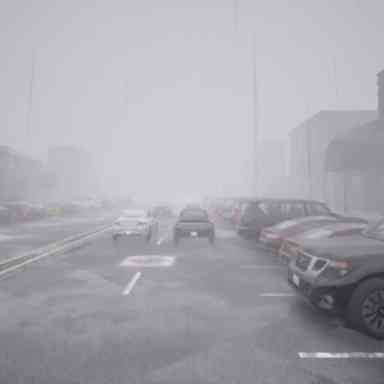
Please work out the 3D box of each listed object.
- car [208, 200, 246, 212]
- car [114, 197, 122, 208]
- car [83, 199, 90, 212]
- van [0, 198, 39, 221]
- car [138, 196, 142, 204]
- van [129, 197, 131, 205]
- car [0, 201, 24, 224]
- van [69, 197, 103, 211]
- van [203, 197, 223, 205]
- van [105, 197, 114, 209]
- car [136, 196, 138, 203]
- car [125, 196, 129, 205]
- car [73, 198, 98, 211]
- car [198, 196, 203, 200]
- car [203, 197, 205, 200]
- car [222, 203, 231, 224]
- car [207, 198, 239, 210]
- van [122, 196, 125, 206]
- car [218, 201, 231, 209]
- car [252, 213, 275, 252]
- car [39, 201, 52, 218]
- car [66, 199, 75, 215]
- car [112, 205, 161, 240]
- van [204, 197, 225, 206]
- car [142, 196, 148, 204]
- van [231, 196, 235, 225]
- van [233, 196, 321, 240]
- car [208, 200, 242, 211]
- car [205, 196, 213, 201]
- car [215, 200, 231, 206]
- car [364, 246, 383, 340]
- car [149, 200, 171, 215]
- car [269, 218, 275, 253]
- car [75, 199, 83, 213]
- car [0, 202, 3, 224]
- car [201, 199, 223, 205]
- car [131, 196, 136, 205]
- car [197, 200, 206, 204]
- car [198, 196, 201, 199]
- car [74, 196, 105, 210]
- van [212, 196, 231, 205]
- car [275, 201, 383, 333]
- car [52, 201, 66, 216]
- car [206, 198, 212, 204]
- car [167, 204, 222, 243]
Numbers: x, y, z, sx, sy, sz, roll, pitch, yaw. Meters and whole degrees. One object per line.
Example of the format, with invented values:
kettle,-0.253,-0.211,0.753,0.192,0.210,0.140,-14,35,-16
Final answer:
car,4.686,1.857,44.919,4.892,1.521,2.231,0,-1,0
car,-15.341,2.036,57.364,5.366,1.575,1.946,0,-1,0
car,-15.510,1.869,40.821,4.674,1.452,2.002,0,-1,0
van,-15.374,1.459,27.163,4.442,1.987,1.878,0,-1,0
car,-15.581,2.100,79.427,5.566,2.045,2.435,0,-1,0
van,-15.423,1.970,68.395,4.442,1.987,1.878,0,-1,0
car,-15.482,1.659,24.279,4.892,1.521,2.231,0,-1,0
van,-15.633,1.703,49.096,4.442,1.987,1.878,0,-1,0
van,4.798,2.036,75.490,4.442,1.987,1.878,0,-1,0
van,-15.640,1.775,54.608,4.442,1.987,1.878,0,-1,0
car,-15.580,2.189,76.790,4.553,1.767,2.185,0,-1,0
car,-15.542,2.155,65.635,5.008,1.535,2.097,0,-1,0
car,-15.516,1.861,43.579,5.008,1.535,2.097,0,-1,0
car,4.498,2.145,67.149,5.366,1.575,1.946,0,-1,0
car,4.694,1.996,56.034,4.892,1.521,2.231,0,-1,0
car,4.698,1.675,22.813,4.674,1.452,2.002,0,0,0
car,4.659,1.798,50.478,4.553,1.767,2.185,0,-1,0
van,-15.650,1.890,62.880,4.442,1.987,1.878,0,-1,0
car,4.670,1.687,25.467,4.792,1.488,2.163,0,-1,0
car,4.702,1.590,11.572,4.674,1.452,2.002,0,0,0
car,-15.492,1.751,29.793,4.674,1.452,2.002,0,-1,0
car,-15.494,1.768,35.307,4.892,1.521,2.231,0,-1,0
car,-2.910,1.638,17.546,1.812,1.442,4.674,0,0,0
van,4.798,1.999,72.711,4.442,1.987,1.878,0,-1,0
car,-15.539,2.557,93.211,4.792,1.488,2.163,0,-1,0
van,4.818,1.386,19.911,4.442,1.987,1.878,0,0,0
van,4.586,1.363,17.134,4.442,1.987,1.878,0,0,0
car,4.688,1.929,47.697,4.674,1.452,2.002,0,-1,0
car,4.666,1.542,39.363,5.566,2.045,2.435,0,-1,0
car,4.692,1.684,28.246,4.892,1.521,2.231,0,-1,0
car,4.893,1.496,3.236,5.366,1.575,1.946,0,0,0
car,-2.915,1.774,33.132,1.812,1.442,4.674,0,-1,0
car,4.703,1.572,8.858,4.674,1.452,2.002,0,0,0
car,-15.533,1.827,38.065,4.792,1.488,2.163,0,-1,0
car,-15.479,1.635,21.524,4.892,1.521,2.231,0,0,0
car,4.673,2.301,78.266,4.892,1.521,2.231,0,-1,0
car,-15.571,1.984,71.153,5.566,2.045,2.435,0,-1,0
car,0.084,1.807,32.501,1.994,1.385,4.181,0,-1,0
car,4.646,2.477,89.383,4.792,1.488,2.163,0,-1,0
car,-15.542,1.643,46.338,5.566,2.045,2.435,0,-1,0
van,4.580,1.510,33.806,4.442,1.987,1.878,0,-1,0
car,4.678,1.265,6.142,5.566,2.045,2.435,0,0,0
car,-15.683,1.736,32.551,5.366,1.575,1.946,0,-1,0
car,4.510,1.761,36.583,5.366,1.575,1.946,0,-1,0
car,0.090,1.597,16.618,2.128,1.511,4.902,0,0,0
